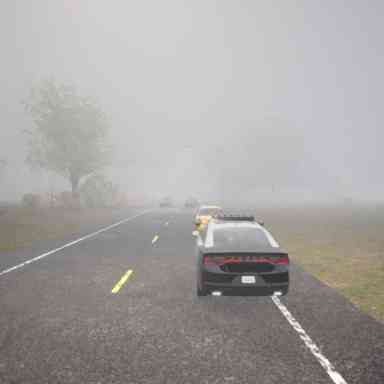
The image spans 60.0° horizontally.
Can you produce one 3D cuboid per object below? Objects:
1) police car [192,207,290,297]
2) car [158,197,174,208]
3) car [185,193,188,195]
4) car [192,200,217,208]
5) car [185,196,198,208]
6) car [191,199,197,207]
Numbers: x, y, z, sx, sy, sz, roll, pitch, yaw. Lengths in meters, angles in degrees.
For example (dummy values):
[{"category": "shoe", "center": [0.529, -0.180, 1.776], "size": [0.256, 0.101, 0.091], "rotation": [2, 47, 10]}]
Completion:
[{"category": "police car", "center": [1.048, 1.423, 8.763], "size": [1.930, 1.638, 5.238], "rotation": [0, 0, 0]}, {"category": "car", "center": [-3.611, 1.462, 46.905], "size": [1.837, 1.490, 4.892], "rotation": [0, 0, 0]}, {"category": "car", "center": [-0.005, 1.438, 60.280], "size": [1.837, 1.490, 4.892], "rotation": [0, 0, 0]}, {"category": "car", "center": [1.045, 1.449, 18.843], "size": [1.801, 1.575, 5.366], "rotation": [0, 0, 0]}, {"category": "car", "center": [0.021, 1.522, 46.613], "size": [1.994, 1.385, 4.181], "rotation": [0, 0, 1]}, {"category": "car", "center": [1.043, 1.515, 24.654], "size": [1.812, 1.442, 4.674], "rotation": [0, 0, 0]}]
